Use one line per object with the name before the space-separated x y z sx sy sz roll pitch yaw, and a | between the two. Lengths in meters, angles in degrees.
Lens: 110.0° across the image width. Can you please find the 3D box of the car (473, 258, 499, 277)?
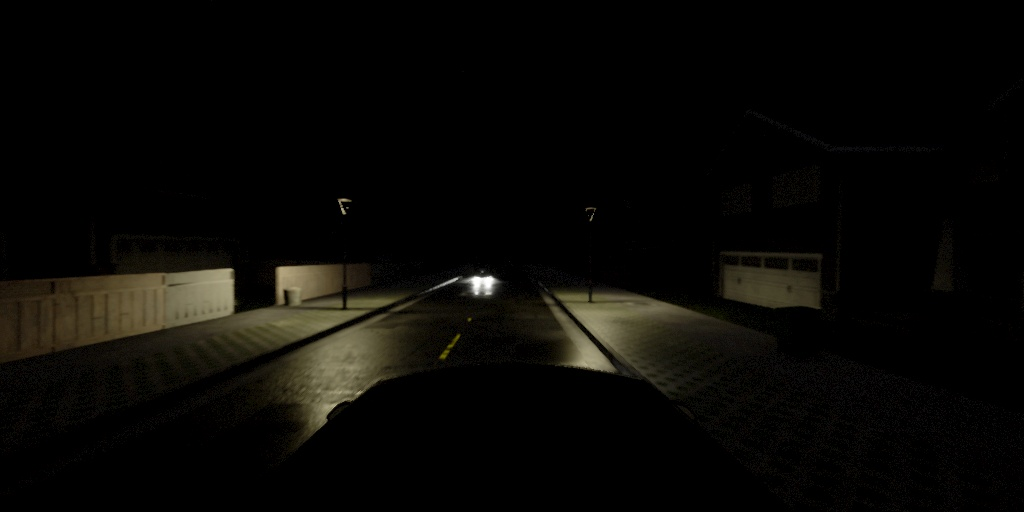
car | -2.711 1.192 35.468 2.128 1.511 4.902 0 0 0
